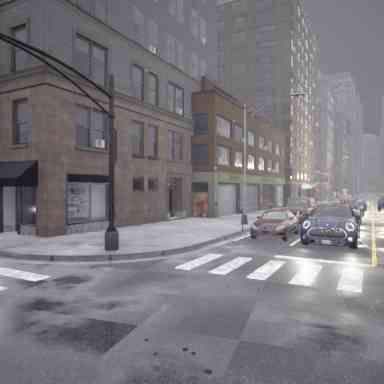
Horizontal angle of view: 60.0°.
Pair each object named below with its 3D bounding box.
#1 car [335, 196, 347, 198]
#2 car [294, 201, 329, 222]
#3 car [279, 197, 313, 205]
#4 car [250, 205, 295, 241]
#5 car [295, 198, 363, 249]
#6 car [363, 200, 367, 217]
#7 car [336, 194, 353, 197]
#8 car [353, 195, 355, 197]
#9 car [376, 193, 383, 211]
[{"bbox_3d":[17.413,1.503,40.841,2.008,1.369,4.403,0,0,28],"label":"car"},{"bbox_3d":[9.478,1.487,26.153,1.887,1.381,4.507,0,0,28],"label":"car"},{"bbox_3d":[6.833,1.256,21.257,2.192,1.841,5.009,0,0,28],"label":"car"},{"bbox_3d":[4.189,1.522,16.360,1.802,1.307,4.206,0,0,28],"label":"car"},{"bbox_3d":[6.172,1.313,14.603,2.097,1.767,4.553,1,0,28],"label":"car"},{"bbox_3d":[10.517,1.454,22.635,2.128,1.511,4.902,1,0,28],"label":"car"},{"bbox_3d":[22.702,1.279,50.635,2.192,1.841,5.009,0,0,28],"label":"car"},{"bbox_3d":[27.993,1.414,60.427,1.967,1.590,4.097,0,0,28],"label":"car"},{"bbox_3d":[23.601,1.354,40.136,2.097,1.767,4.553,1,0,28],"label":"car"}]
